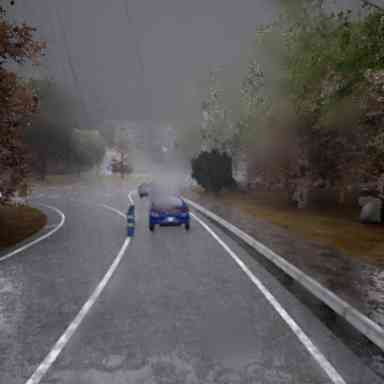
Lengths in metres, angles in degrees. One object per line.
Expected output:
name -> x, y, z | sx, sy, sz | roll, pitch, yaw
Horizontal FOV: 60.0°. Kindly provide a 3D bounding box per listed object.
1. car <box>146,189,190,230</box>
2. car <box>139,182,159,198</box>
car -> -1.235, 0.879, 16.815 | 1.882, 1.535, 5.008 | -1, 3, -7
car -> -4.240, -0.305, 32.859 | 1.994, 1.385, 4.181 | -1, 6, -10
